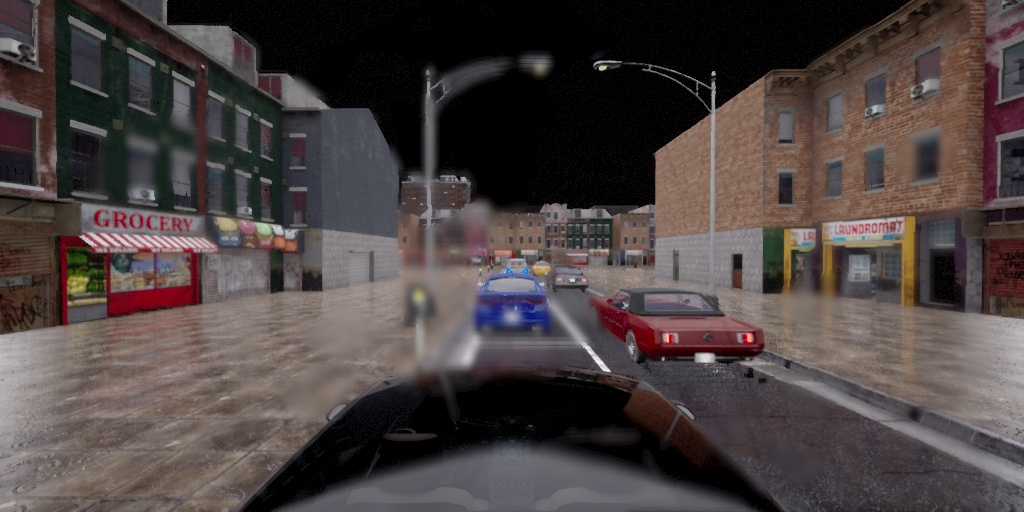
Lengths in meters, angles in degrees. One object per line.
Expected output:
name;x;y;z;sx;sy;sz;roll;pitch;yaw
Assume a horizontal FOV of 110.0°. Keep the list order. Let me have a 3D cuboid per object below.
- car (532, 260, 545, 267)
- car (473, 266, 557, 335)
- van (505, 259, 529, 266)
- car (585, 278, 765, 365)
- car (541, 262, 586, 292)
car;3.022;1.217;36.465;1.801;1.575;5.366;0;0;0
car;0.006;1.227;10.501;1.882;1.535;5.008;0;0;0
van;0.382;1.095;27.349;1.690;1.789;3.998;0;0;0
car;3.120;1.350;8.001;1.895;1.301;4.718;0;0;0
car;3.122;1.299;21.022;2.033;1.411;5.357;0;0;0
